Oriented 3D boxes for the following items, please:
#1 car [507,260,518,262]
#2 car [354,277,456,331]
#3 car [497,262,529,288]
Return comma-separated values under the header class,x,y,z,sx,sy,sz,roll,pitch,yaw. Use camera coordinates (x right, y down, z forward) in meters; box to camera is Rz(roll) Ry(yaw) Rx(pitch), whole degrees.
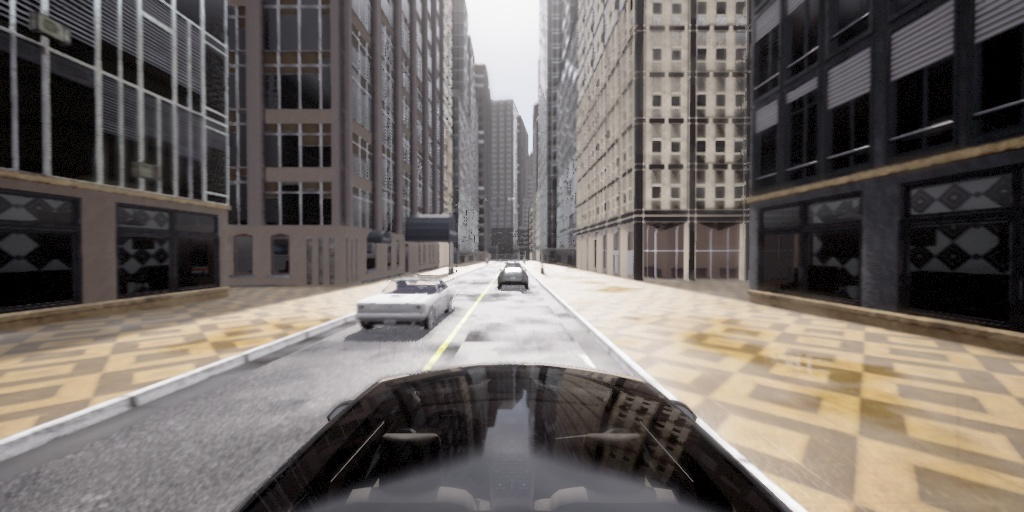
class,x,y,z,sx,sy,sz,roll,pitch,yaw
car,0.099,1.246,45.018,2.128,1.511,4.902,0,0,0
car,-3.046,1.346,11.160,1.895,1.301,4.718,0,0,0
car,0.075,1.309,23.659,1.994,1.385,4.181,0,0,0
